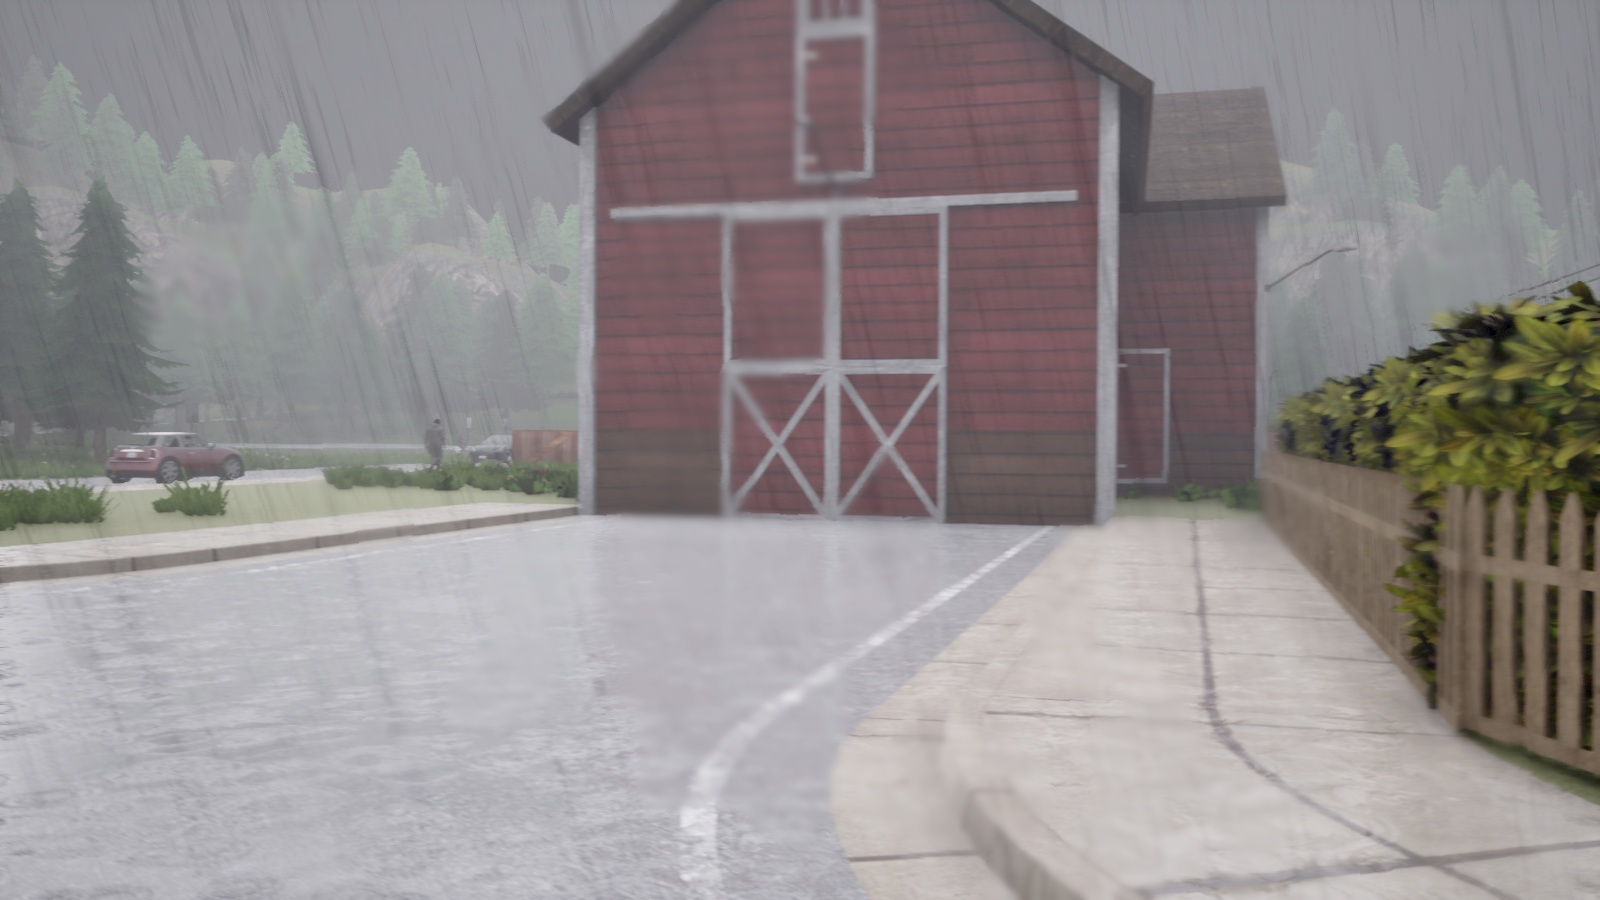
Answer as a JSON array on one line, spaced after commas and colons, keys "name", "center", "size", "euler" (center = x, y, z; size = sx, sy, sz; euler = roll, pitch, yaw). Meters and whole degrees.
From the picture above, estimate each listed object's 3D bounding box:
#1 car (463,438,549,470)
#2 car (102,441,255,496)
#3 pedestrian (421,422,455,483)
[{"name": "car", "center": [-14.679, 0.185, 62.914], "size": [2.163, 1.488, 4.792], "euler": [-1, 1, 15]}, {"name": "car", "center": [-18.108, 0.505, 36.766], "size": [1.970, 1.475, 3.806], "euler": [-1, 1, 15]}, {"name": "pedestrian", "center": [-11.806, 0.067, 40.954], "size": [0.659, 1.952, 0.873], "euler": [0, 1, 22]}]
